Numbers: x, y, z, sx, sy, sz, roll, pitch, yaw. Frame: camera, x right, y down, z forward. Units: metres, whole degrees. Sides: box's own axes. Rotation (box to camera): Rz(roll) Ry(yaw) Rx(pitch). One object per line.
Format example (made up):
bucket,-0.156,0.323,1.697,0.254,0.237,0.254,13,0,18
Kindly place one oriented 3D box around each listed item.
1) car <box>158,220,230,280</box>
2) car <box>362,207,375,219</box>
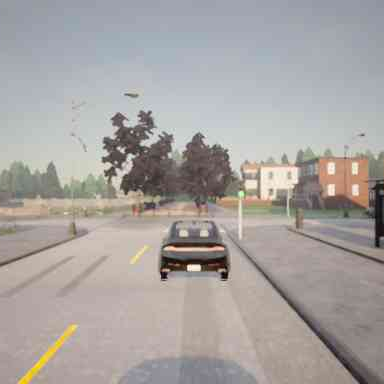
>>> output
car,0.065,1.606,10.279,2.128,1.511,4.902,0,-1,0
car,18.378,1.695,30.939,4.553,1.767,2.097,0,-1,0
